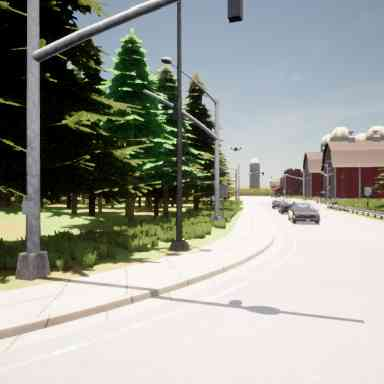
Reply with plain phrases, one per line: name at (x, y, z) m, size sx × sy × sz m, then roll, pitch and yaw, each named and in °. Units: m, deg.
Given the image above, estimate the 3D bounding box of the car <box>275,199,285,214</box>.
car at (10.122, 1.601, 34.781) m, size 1.895 × 1.301 × 4.718 m, roll 0°, pitch 0°, yaw 10°

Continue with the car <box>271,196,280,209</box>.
car at (11.798, 1.564, 44.704) m, size 1.994 × 1.385 × 4.181 m, roll 0°, pitch 0°, yaw 9°

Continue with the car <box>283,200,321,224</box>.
car at (8.387, 1.547, 25.287) m, size 2.033 × 1.411 × 5.357 m, roll 0°, pitch 0°, yaw 11°
